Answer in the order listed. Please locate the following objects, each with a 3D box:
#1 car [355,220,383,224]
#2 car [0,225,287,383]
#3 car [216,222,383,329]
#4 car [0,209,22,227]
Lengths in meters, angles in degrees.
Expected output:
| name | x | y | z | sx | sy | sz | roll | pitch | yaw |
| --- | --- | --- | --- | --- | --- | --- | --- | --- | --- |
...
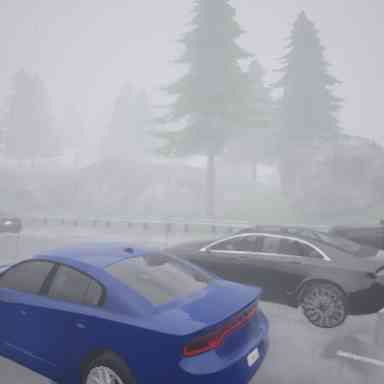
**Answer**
| name | x | y | z | sx | sy | sz | roll | pitch | yaw |
| --- | --- | --- | --- | --- | --- | --- | --- | --- | --- |
| car | 6.146 | 1.172 | 7.958 | 5.566 | 2.045 | 2.150 | 0 | 0 | 35 |
| car | -1.487 | 1.458 | 4.604 | 5.008 | 1.535 | 1.882 | 0 | 0 | 32 |
| car | 1.440 | 1.456 | 6.867 | 4.902 | 1.511 | 2.128 | 0 | 0 | 33 |
| car | -10.944 | 1.504 | 17.351 | 4.181 | 1.385 | 1.994 | 0 | 0 | 24 |
